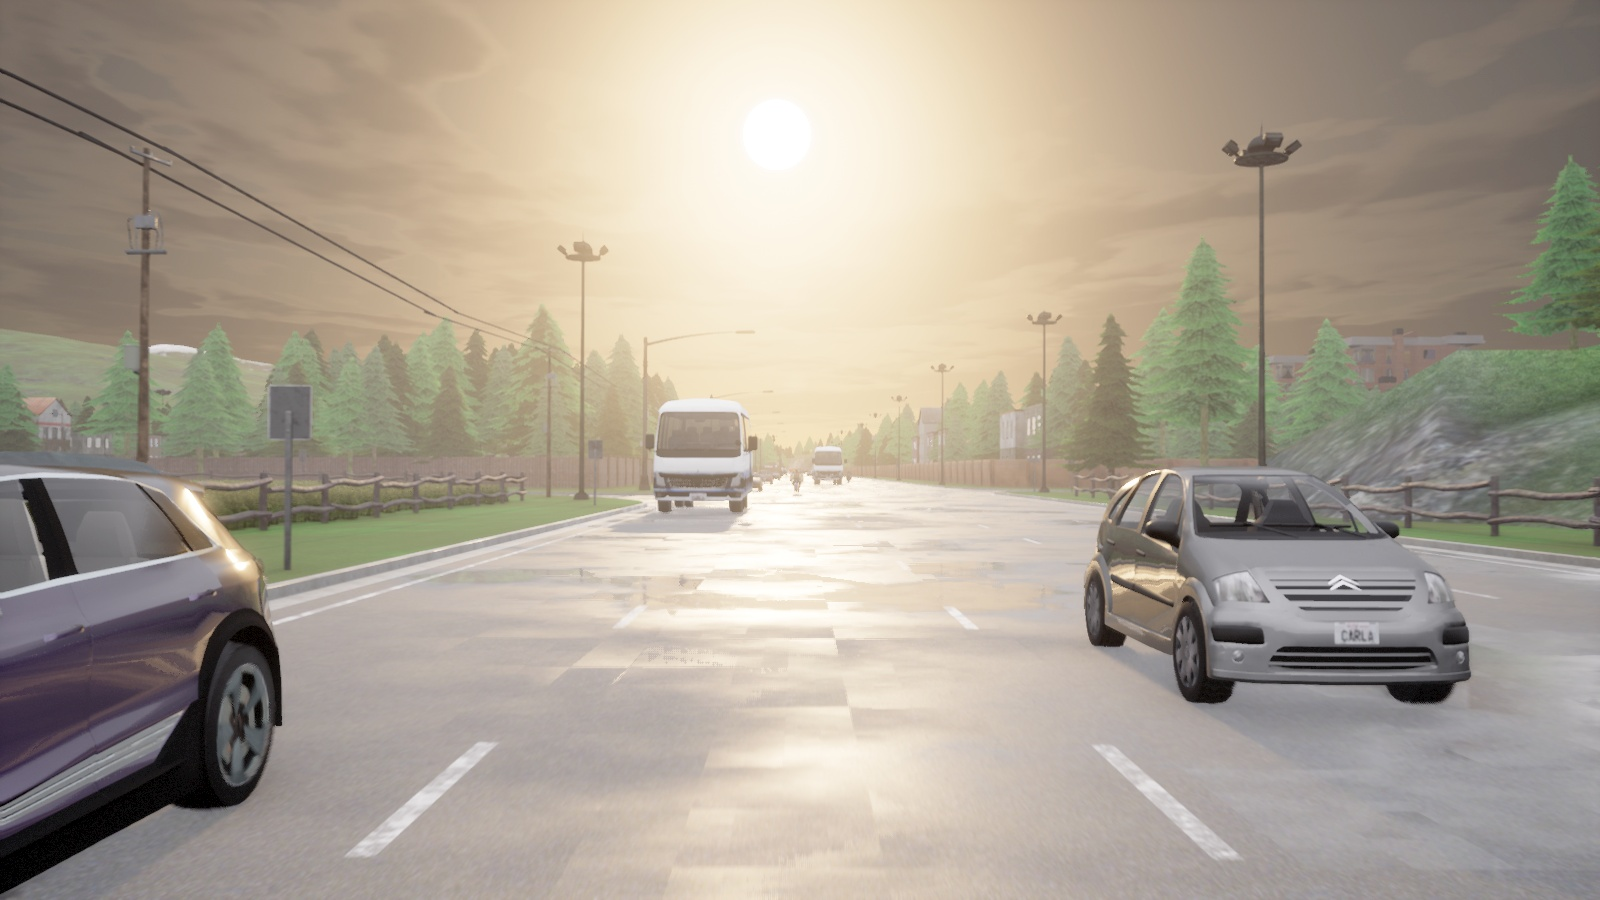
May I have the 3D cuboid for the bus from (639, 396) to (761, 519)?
[{"bbox_3d":[-3.623,0.255,48.840,3.944,4.253,10.273,0,0,0],"label":"bus"}]

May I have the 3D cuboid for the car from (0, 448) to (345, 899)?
[{"bbox_3d":[-3.511,0.832,4.460,2.033,1.649,4.856,0,-1,0],"label":"car"}]

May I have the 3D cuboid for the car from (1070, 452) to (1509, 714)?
[{"bbox_3d":[3.476,0.860,9.817,1.851,1.617,3.988,0,-1,0],"label":"car"}]
